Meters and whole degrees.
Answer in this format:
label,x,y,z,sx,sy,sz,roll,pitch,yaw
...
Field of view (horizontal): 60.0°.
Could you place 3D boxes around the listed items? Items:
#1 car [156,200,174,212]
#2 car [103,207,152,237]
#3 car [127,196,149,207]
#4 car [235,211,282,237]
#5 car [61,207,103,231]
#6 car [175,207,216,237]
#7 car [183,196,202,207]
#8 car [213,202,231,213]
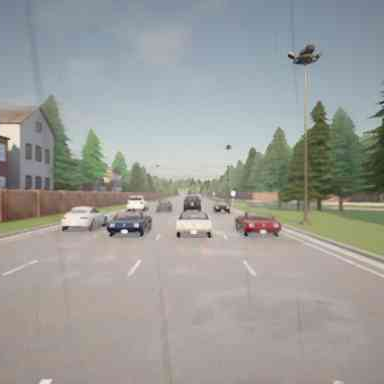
label,x,y,z,sx,sy,sz,roll,pitch,yaw
car,-3.439,1.776,42.503,2.128,1.511,4.902,0,0,0
car,-3.402,1.728,19.004,1.895,1.301,4.718,0,0,0
car,-6.929,1.508,42.875,2.150,2.045,5.566,0,0,0
car,3.598,1.728,18.945,1.895,1.301,4.718,0,0,0
car,-6.909,1.670,21.556,1.812,1.442,4.674,0,-1,0
car,0.098,1.727,18.886,1.895,1.301,4.718,0,0,0
car,0.052,1.492,40.241,2.150,2.045,5.566,0,0,1
car,3.552,1.871,40.567,1.895,1.301,4.718,0,0,0
